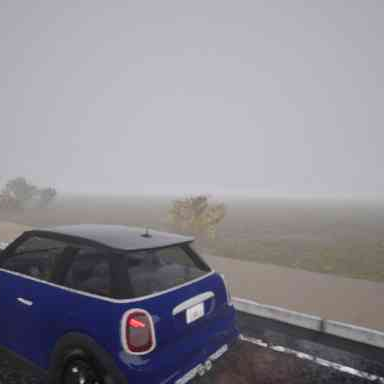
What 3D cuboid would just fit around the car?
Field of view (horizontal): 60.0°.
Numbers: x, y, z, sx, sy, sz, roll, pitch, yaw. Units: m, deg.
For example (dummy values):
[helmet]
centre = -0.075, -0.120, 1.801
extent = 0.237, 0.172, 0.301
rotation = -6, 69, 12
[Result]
[car]
centre = -1.697, 1.245, 4.768
extent = 4.553, 1.767, 2.097
rotation = 2, 1, 35
